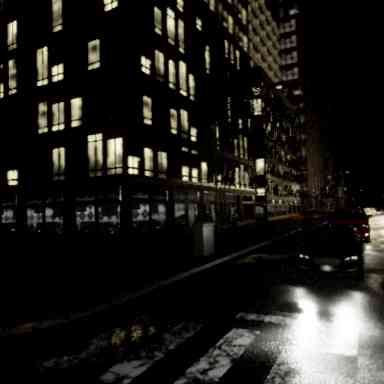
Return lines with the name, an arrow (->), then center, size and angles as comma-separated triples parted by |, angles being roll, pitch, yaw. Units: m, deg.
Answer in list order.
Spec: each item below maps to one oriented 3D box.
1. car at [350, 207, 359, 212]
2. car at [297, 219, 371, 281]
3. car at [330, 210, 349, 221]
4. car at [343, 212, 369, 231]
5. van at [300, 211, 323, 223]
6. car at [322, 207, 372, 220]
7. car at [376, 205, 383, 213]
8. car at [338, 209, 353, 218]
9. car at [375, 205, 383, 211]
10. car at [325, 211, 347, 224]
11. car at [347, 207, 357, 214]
car -> 40.870, 4.425, 83.622 | 1.802, 1.307, 4.206 | -3, -3, 28
car -> 4.884, 1.921, 11.400 | 2.128, 1.511, 4.902 | -4, -3, 28
car -> 19.857, 3.151, 44.626 | 2.008, 1.369, 4.403 | -3, -3, 28
car -> 14.537, 2.529, 29.293 | 1.812, 1.442, 4.674 | -4, -3, 28
van -> 9.345, 2.317, 25.139 | 1.690, 1.788, 3.998 | -3, -3, 28
car -> 9.623, 1.935, 20.232 | 2.150, 2.045, 5.566 | -4, -3, 28
car -> 42.126, 3.823, 73.991 | 1.812, 1.442, 4.674 | -4, -3, 28
car -> 25.111, 3.493, 54.374 | 1.802, 1.307, 4.206 | -3, -3, 28
car -> 46.869, 4.019, 82.803 | 1.994, 1.385, 4.181 | -4, -3, 28
car -> 17.231, 3.010, 39.751 | 1.947, 1.339, 4.313 | -3, -3, 28
car -> 35.617, 4.115, 73.873 | 1.802, 1.307, 4.206 | -3, -3, 28
